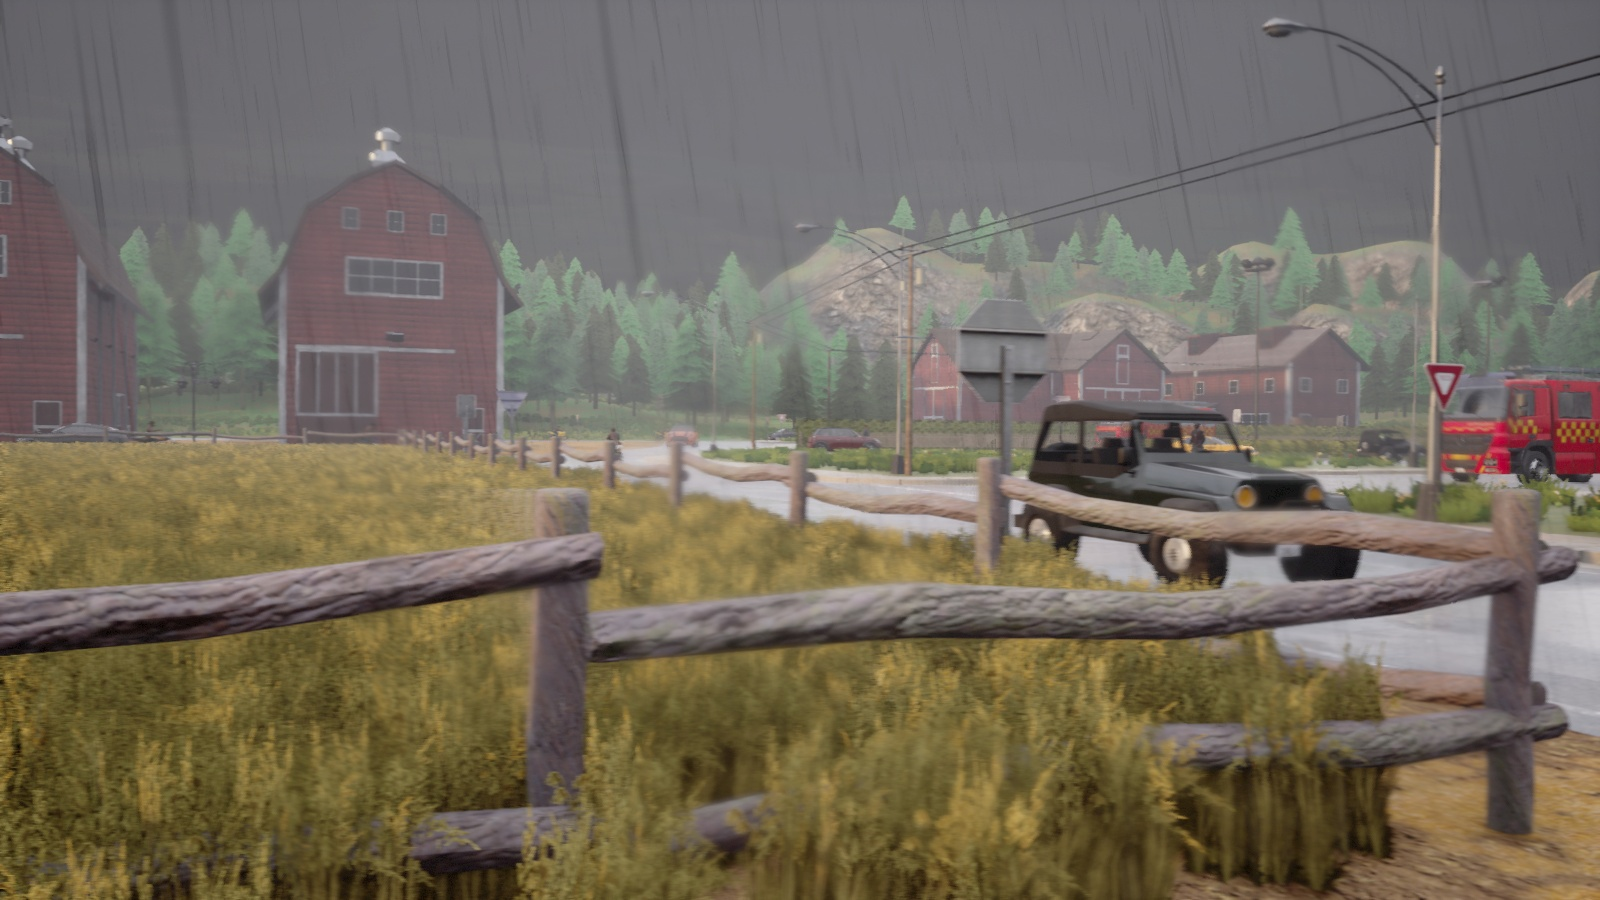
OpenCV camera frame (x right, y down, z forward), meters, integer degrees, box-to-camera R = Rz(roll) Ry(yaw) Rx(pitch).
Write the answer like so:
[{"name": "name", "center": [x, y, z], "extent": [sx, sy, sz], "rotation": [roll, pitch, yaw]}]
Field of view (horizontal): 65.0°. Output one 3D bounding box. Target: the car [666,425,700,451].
[{"name": "car", "center": [-8.505, -0.893, 91.610], "extent": [2.097, 1.767, 4.553], "rotation": [-1, 1, 0]}]

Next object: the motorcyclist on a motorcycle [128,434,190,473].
[{"name": "motorcyclist on a motorcycle", "center": [-27.934, 0.147, 54.764], "extent": [2.350, 1.649, 0.766], "rotation": [-1, 1, -25]}]

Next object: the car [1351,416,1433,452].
[{"name": "car", "center": [32.552, -0.891, 69.038], "extent": [3.866, 1.878, 1.905], "rotation": [-1, 1, -21]}]

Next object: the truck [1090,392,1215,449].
[{"name": "truck", "center": [24.815, -2.088, 88.359], "extent": [8.468, 3.827, 2.891], "rotation": [-1, 1, -22]}]

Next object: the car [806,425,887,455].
[{"name": "car", "center": [2.790, -0.627, 75.981], "extent": [4.553, 1.767, 2.097], "rotation": [-1, 1, -8]}]

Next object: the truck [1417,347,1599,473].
[{"name": "truck", "center": [24.589, -1.310, 41.243], "extent": [8.468, 3.827, 2.891], "rotation": [-1, 1, -23]}]

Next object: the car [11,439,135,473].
[{"name": "car", "center": [-32.579, 0.244, 56.456], "extent": [4.674, 1.442, 1.812], "rotation": [-1, 1, -25]}]

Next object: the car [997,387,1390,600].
[{"name": "car", "center": [3.905, 0.333, 13.177], "extent": [1.905, 1.878, 3.866], "rotation": [-1, 1, -22]}]
